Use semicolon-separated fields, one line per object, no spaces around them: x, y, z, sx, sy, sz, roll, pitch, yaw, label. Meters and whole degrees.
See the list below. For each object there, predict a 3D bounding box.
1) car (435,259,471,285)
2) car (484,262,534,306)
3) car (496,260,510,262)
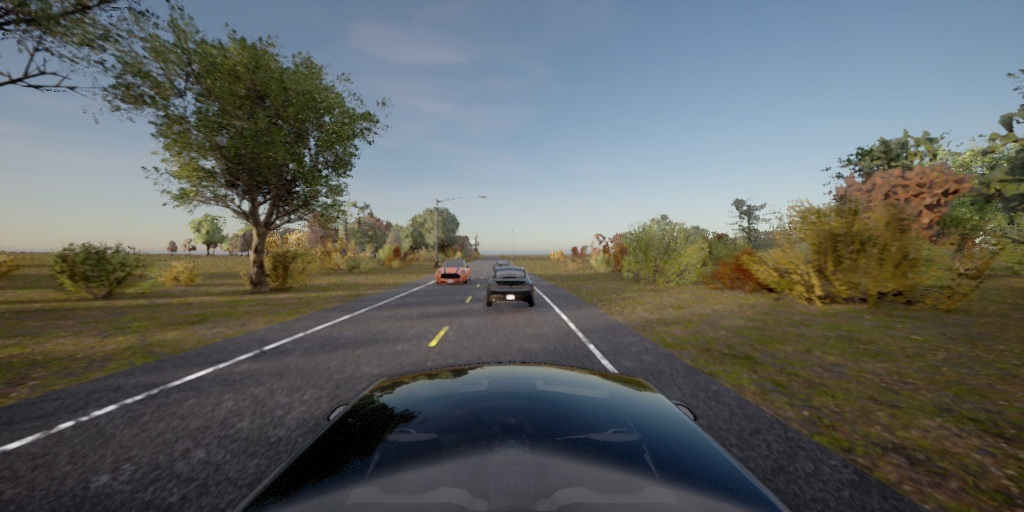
-4.050;1.017;25.297;2.097;1.767;4.553;0;0;-3;car
-0.106;1.207;15.355;1.837;1.490;4.892;0;1;-1;car
-0.901;1.115;34.553;2.128;1.511;4.902;0;0;-3;car
